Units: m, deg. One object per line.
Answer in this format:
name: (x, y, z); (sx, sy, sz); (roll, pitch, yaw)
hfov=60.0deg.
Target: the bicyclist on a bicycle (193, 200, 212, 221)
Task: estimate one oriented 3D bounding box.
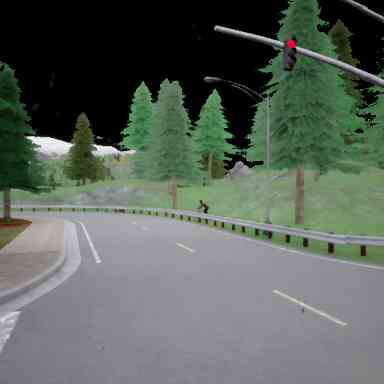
bicyclist on a bicycle: (0.826, 1.432, 25.534); (1.656, 1.620, 0.582); (-1, 2, -20)
